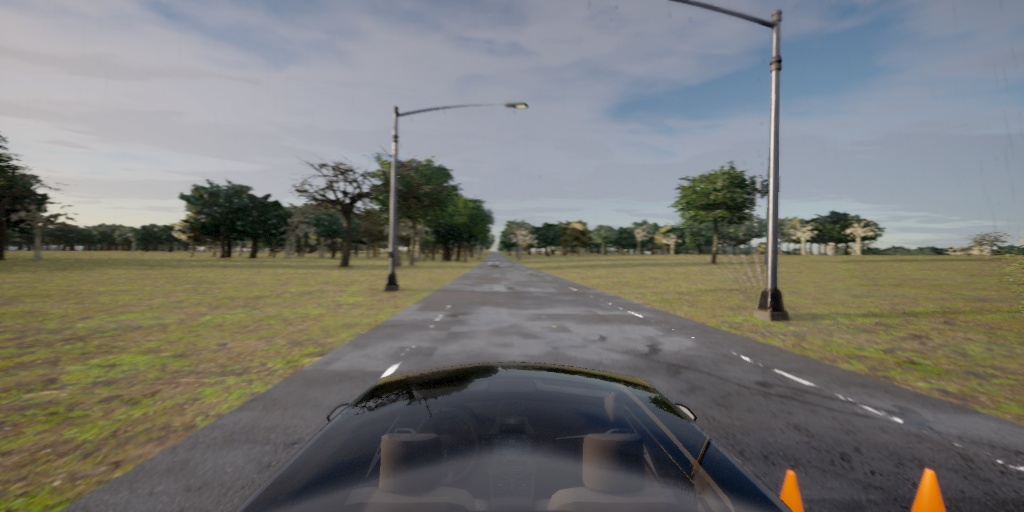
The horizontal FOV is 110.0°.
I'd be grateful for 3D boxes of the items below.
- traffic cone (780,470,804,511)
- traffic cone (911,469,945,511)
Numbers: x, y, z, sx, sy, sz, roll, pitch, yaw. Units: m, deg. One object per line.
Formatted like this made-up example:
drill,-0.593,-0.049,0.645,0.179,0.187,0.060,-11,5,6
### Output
traffic cone,1.877,1.750,2.423,0.340,0.580,0.340,0,0,-3
traffic cone,2.875,1.773,2.475,0.340,0.580,0.340,0,0,-3
